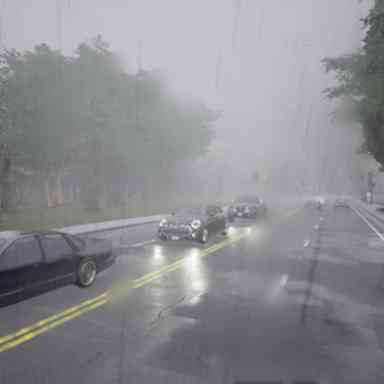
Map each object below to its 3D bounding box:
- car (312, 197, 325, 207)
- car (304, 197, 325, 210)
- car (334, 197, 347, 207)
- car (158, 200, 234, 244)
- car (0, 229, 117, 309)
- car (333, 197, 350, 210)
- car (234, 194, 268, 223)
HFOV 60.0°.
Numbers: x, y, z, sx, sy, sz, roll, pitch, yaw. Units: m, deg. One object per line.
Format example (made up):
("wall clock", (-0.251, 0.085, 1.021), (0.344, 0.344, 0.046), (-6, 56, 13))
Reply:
("car", (20.204, 1.511, 53.047), (1.812, 1.442, 4.674), (0, 0, 23))
("car", (15.282, 1.586, 41.813), (1.895, 1.301, 4.718), (0, 0, 24))
("car", (23.571, 1.517, 52.615), (1.812, 1.442, 4.674), (0, 0, 25))
("car", (0.195, 1.336, 15.976), (2.097, 1.767, 4.553), (0, 0, 24))
("car", (-3.773, 1.535, 6.932), (2.033, 1.411, 5.357), (0, 0, 24))
("car", (19.373, 1.538, 43.047), (2.033, 1.411, 5.357), (0, 0, 24))
("car", (4.419, 1.203, 25.611), (2.150, 2.045, 5.566), (0, 0, 23))
